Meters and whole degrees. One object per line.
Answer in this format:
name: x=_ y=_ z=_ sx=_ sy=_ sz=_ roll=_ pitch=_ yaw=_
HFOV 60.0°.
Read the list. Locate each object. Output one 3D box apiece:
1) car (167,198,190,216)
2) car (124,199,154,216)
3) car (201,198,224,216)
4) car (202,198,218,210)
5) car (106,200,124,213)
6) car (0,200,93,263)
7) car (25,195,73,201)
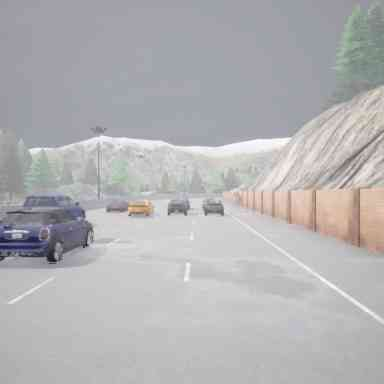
car: x=-1.385 y=1.505 z=33.009 sx=1.837 sy=1.490 sz=4.892 roll=0 pitch=0 yaw=1
car: x=-4.892 y=1.477 z=32.523 sx=1.882 sy=1.535 sz=5.008 roll=0 pitch=0 yaw=1
car: x=2.113 y=1.491 z=32.831 sx=2.128 sy=1.511 sz=4.902 roll=0 pitch=0 yaw=1
car: x=2.283 y=1.526 z=43.281 sx=1.812 sy=1.442 sz=4.674 roll=0 pitch=0 yaw=1
car: x=-8.306 y=1.563 z=37.806 sx=1.994 sy=1.385 sz=4.181 roll=0 pitch=0 yaw=1
car: x=-5.230 y=1.351 z=12.168 sx=2.097 sy=1.767 sz=4.553 roll=0 pitch=0 yaw=1
car: x=-8.584 y=1.218 z=20.943 sx=2.150 sy=2.045 sz=5.566 roll=0 pitch=-1 yaw=1
